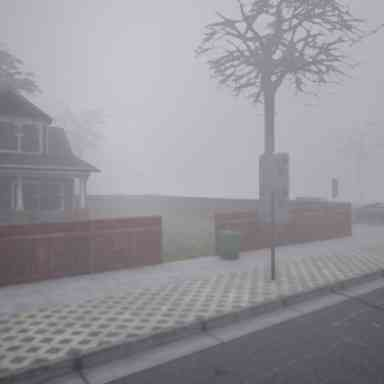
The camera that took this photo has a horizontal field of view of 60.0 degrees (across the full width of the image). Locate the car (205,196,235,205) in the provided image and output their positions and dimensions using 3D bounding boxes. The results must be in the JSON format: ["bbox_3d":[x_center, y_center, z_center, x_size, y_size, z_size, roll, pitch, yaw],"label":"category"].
[{"bbox_3d":[2.426,1.141,33.502,1.812,1.442,4.674,0,1,-36],"label":"car"}]

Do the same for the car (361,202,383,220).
[{"bbox_3d":[13.299,1.386,23.648,1.994,1.385,4.181,0,1,-37],"label":"car"}]

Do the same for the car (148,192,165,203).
[{"bbox_3d":[-5.553,0.831,49.424,1.837,1.490,4.892,0,1,-35],"label":"car"}]

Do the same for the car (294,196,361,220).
[{"bbox_3d":[9.259,1.147,24.073,2.097,1.767,4.553,0,1,-36],"label":"car"}]

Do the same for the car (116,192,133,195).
[{"bbox_3d":[-10.218,0.753,51.069,1.882,1.535,5.008,0,1,-36],"label":"car"}]
